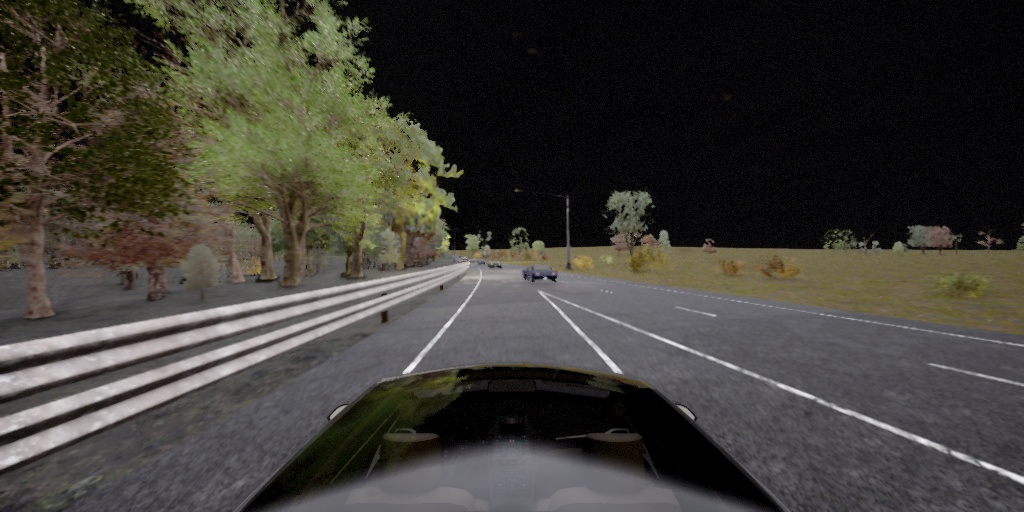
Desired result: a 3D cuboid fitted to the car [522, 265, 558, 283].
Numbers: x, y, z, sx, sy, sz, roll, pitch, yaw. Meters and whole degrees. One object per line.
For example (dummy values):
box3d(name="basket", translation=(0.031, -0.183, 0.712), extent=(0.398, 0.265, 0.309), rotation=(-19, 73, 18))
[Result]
box3d(name="car", translation=(2.017, 1.314, 27.742), extent=(1.895, 1.301, 4.718), rotation=(0, 0, -10))

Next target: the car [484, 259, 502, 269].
box3d(name="car", translation=(-2.857, 1.351, 56.598), extent=(1.895, 1.301, 4.718), rotation=(-1, 0, -10))
